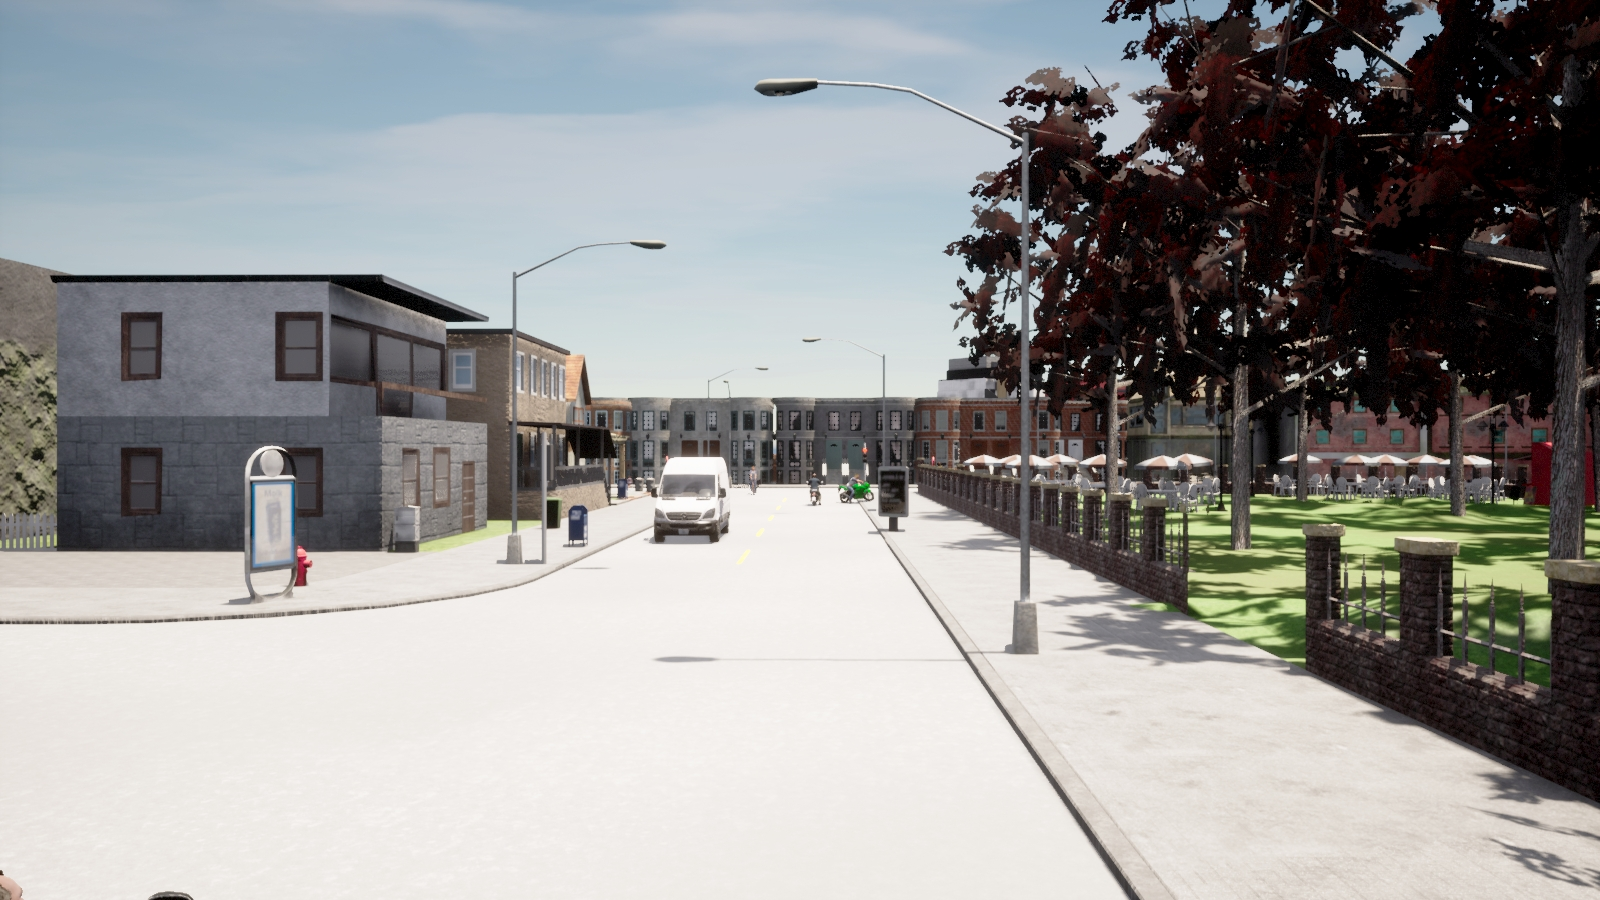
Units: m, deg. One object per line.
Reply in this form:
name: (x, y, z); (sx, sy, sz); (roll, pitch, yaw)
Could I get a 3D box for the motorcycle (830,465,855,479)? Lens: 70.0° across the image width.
motorcycle: (3.779, 1.938, 101.151); (2.033, 1.145, 0.803); (-5, -2, 27)

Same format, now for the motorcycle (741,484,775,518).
motorcycle: (-1.677, 1.985, 45.065); (0.867, 1.251, 2.209); (0, 0, -15)

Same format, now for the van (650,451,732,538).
van: (-3.393, 1.314, 36.728); (1.988, 2.561, 5.915); (0, 0, 1)
